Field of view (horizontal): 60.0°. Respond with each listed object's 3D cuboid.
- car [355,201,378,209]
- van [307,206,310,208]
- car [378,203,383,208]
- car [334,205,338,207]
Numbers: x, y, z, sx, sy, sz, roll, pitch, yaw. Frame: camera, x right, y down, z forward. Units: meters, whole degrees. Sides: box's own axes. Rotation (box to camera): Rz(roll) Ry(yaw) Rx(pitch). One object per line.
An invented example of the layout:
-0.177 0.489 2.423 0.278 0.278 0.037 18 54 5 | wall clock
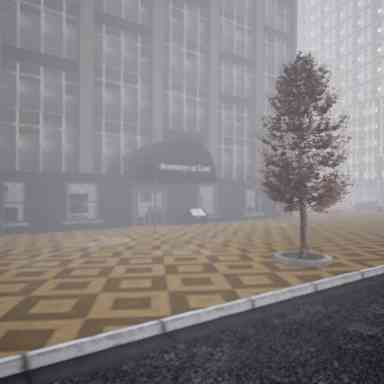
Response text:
31.190 2.320 59.281 1.947 1.339 4.313 -1 -1 -23 | car
21.289 2.139 61.261 1.690 1.788 3.998 -1 -1 -23 | van
33.349 2.217 54.088 1.947 1.339 4.313 -1 -1 -23 | car
26.041 2.193 64.688 1.837 1.490 4.892 0 -1 -23 | car
